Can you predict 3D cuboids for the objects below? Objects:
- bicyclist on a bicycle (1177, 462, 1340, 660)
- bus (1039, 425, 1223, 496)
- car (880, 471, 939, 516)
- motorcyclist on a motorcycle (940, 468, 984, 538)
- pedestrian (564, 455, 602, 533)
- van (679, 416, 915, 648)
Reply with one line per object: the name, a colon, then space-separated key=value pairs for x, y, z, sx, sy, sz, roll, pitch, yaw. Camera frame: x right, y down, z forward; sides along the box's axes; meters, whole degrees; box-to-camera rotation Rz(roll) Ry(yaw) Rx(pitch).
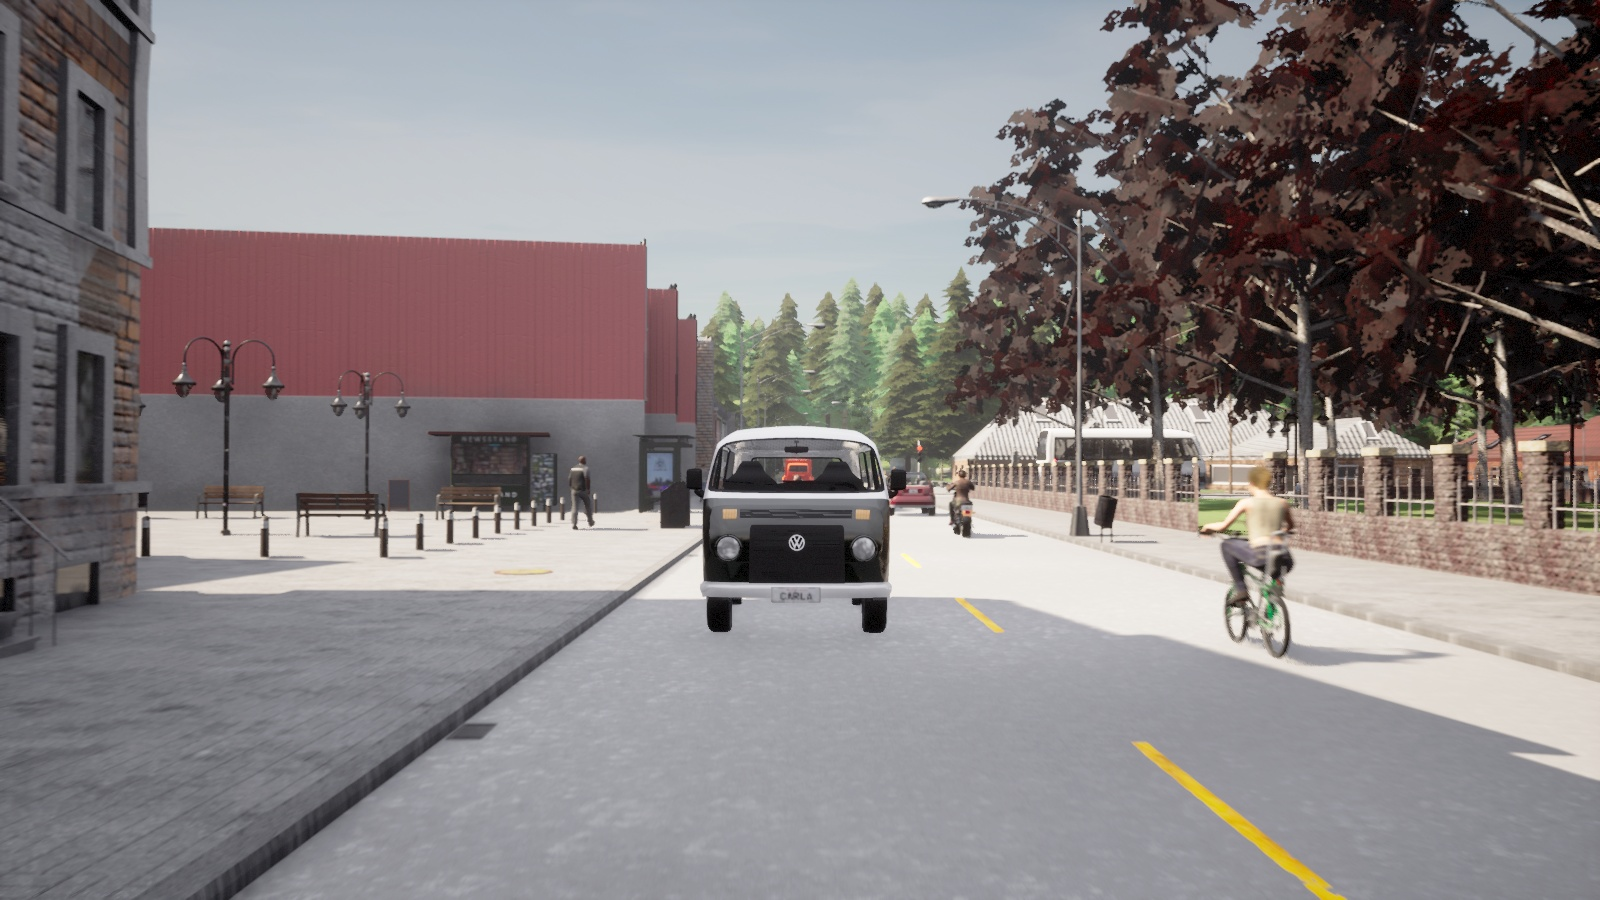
bicyclist on a bicycle: x=3.973 y=0.920 z=11.018 sx=0.866 sy=1.612 sz=1.509 roll=0 pitch=-1 yaw=0
bus: x=20.326 y=0.657 z=77.692 sx=10.273 sy=4.253 sz=3.944 roll=0 pitch=-1 yaw=-2
car: x=3.925 y=1.538 z=45.396 sx=1.789 sy=1.549 sz=3.705 roll=0 pitch=-1 yaw=0
motorcyclist on a motorcycle: x=3.941 y=1.264 z=30.748 sx=0.766 sy=1.649 sz=2.350 roll=0 pitch=-1 yaw=0
pedestrian: x=-5.314 y=1.061 z=30.784 sx=0.563 sy=1.883 sz=0.849 roll=-1 pitch=-1 yaw=21
van: x=-0.034 y=0.761 z=13.317 sx=2.069 sy=2.038 sz=4.480 roll=0 pitch=-1 yaw=0
